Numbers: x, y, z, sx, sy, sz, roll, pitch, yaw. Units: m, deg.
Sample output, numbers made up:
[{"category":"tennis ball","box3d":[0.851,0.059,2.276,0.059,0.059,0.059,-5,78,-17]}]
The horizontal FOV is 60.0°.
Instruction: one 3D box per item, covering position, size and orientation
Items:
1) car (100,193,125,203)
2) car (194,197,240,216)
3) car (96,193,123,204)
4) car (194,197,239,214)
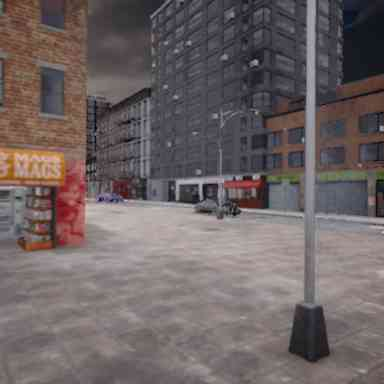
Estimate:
[{"category":"car","box3d":[-12.704,0.881,52.767,2.033,1.411,5.357,1,0,-35]},{"category":"car","box3d":[1.943,1.230,26.867,1.994,1.385,4.181,1,1,-35]},{"category":"car","box3d":[-11.774,0.821,46.481,1.882,1.535,5.008,1,0,-35]},{"category":"car","box3d":[2.227,1.201,31.583,1.994,1.385,4.181,1,0,-35]}]
